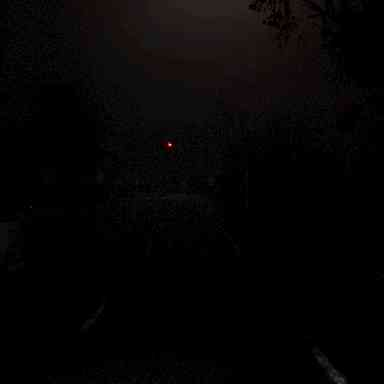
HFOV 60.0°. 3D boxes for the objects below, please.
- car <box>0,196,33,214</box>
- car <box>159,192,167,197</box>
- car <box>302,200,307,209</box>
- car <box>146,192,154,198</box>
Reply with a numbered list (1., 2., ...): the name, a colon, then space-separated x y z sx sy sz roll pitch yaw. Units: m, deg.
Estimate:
1. car: -17.858 1.202 31.893 4.892 1.490 1.837 1 0 -3
2. car: -7.548 0.730 88.048 1.994 1.385 4.181 0 1 -3
3. car: 13.729 1.179 33.681 5.008 1.535 1.882 0 0 -3
4. car: -11.040 0.733 87.805 1.994 1.385 4.181 0 1 -3
